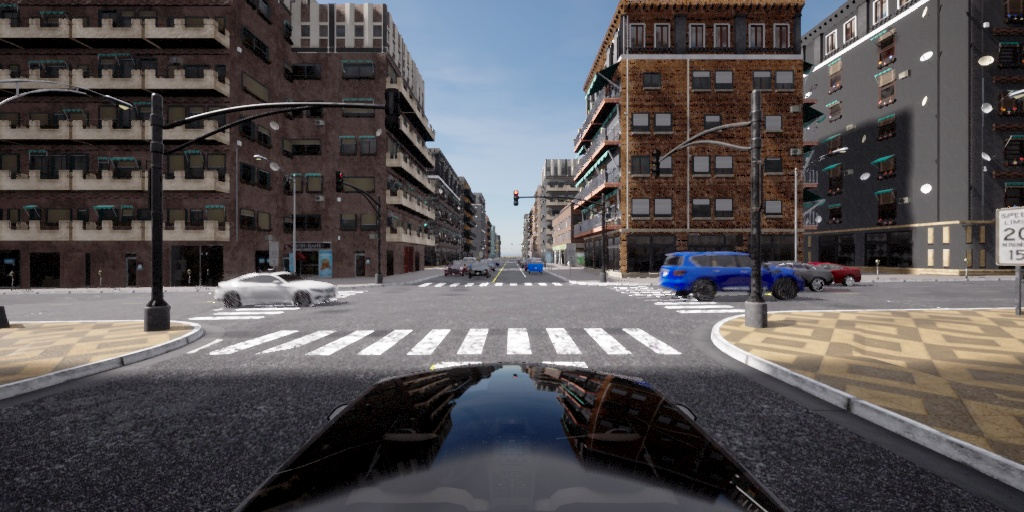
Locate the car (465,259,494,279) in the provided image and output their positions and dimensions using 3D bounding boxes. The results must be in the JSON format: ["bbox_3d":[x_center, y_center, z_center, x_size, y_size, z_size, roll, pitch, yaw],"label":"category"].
[{"bbox_3d":[-2.929,1.248,33.179,1.837,1.490,4.892,0,0,0],"label":"car"}]

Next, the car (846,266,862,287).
[{"bbox_3d":[17.550,1.033,20.827,4.507,1.381,1.888,0,0,0],"label":"car"}]

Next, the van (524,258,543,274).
[{"bbox_3d":[2.592,1.081,40.870,1.690,1.789,3.998,0,0,0],"label":"van"}]

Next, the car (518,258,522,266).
[{"bbox_3d":[2.419,1.300,58.236,1.948,1.339,4.313,0,0,0],"label":"car"}]

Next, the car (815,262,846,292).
[{"bbox_3d":[13.535,1.035,18.360,4.902,1.511,2.128,-1,0,0],"label":"car"}]

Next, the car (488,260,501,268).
[{"bbox_3d":[-2.963,1.334,61.043,1.895,1.301,4.718,0,0,0],"label":"car"}]

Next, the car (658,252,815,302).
[{"bbox_3d":[9.282,0.827,15.487,5.566,2.045,2.150,-1,0,0],"label":"car"}]

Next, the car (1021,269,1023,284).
[{"bbox_3d":[29.164,0.821,18.394,4.902,1.511,2.128,-1,0,0],"label":"car"}]

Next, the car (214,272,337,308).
[{"bbox_3d":[-10.083,1.402,15.431,4.674,1.442,1.812,-1,0,0],"label":"car"}]

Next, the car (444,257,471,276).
[{"bbox_3d":[-5.534,1.182,35.889,1.967,1.591,4.097,0,0,0],"label":"car"}]

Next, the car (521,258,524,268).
[{"bbox_3d":[2.541,1.283,47.074,1.888,1.381,4.507,0,0,0],"label":"car"}]

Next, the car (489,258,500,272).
[{"bbox_3d":[-2.964,1.287,45.371,2.033,1.411,5.357,0,0,0],"label":"car"}]

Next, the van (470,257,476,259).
[{"bbox_3d":[-5.528,1.079,47.053,1.690,1.789,3.998,0,0,0],"label":"van"}]
